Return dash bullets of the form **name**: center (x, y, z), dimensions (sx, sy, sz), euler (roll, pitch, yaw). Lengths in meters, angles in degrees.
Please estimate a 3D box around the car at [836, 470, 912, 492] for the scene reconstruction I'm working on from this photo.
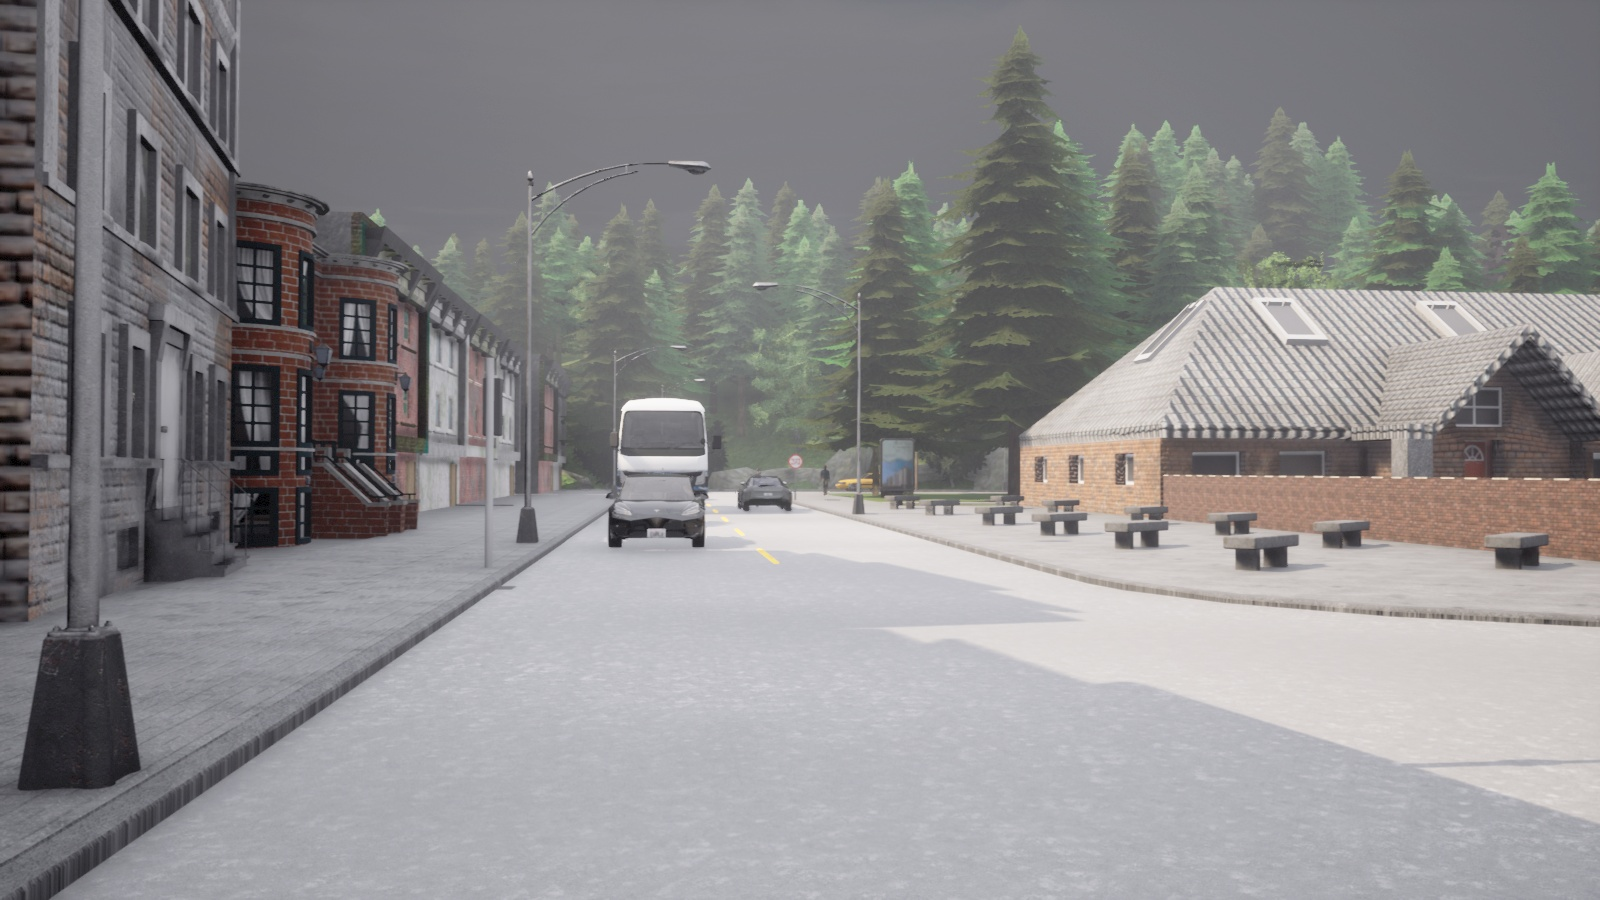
- **car**: center (5.457, 2.258, 92.435), dimensions (5.366, 1.575, 1.801), euler (0, -1, -6)

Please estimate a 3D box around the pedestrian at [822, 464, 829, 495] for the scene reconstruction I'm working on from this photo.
- **pedestrian**: center (1.502, 1.727, 73.261), dimensions (0.370, 1.835, 0.726), euler (0, -1, -3)

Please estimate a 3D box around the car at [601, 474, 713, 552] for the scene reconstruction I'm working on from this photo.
- **car**: center (-3.027, 1.269, 26.828), dimensions (2.163, 1.488, 4.792), euler (0, -1, -6)

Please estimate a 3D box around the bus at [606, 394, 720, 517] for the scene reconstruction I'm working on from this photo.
- **bus**: center (-5.307, 0.266, 48.947), dimensions (3.944, 4.253, 10.273), euler (0, -1, -6)

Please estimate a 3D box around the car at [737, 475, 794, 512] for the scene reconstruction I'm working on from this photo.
- **car**: center (-1.423, 1.714, 50.310), dimensions (1.994, 1.385, 4.181), euler (0, -1, -6)
